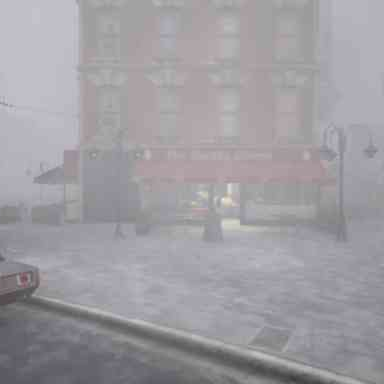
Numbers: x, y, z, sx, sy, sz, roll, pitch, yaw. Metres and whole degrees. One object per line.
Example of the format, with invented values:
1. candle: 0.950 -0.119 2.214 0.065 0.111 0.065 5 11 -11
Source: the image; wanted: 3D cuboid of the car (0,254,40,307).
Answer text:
1. car: -5.181 1.524 6.341 4.718 1.301 1.895 0 1 30
